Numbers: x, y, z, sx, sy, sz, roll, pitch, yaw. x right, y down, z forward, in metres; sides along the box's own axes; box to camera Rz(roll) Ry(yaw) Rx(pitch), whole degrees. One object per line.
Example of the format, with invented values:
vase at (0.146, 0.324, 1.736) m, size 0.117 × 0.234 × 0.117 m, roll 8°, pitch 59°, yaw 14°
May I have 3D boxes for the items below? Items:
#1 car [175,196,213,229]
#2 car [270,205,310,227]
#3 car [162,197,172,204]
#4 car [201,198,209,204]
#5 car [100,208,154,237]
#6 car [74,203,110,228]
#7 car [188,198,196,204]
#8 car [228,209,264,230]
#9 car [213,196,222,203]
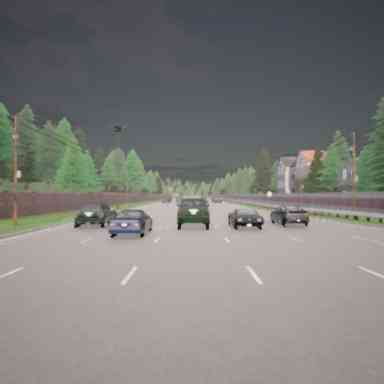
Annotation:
car at (0.100, 1.445, 23.812) m, size 2.150 × 2.045 × 5.566 m, roll 0°, pitch -1°, yaw 0°
car at (7.100, 1.722, 24.567) m, size 2.128 × 1.511 × 4.902 m, roll 0°, pitch -1°, yaw 0°
car at (-7.000, 2.356, 89.808) m, size 2.128 × 1.511 × 4.902 m, roll 0°, pitch -1°, yaw 0°
car at (3.500, 2.389, 90.225) m, size 1.994 × 1.385 × 4.181 m, roll 0°, pitch -1°, yaw 0°
car at (-3.400, 1.728, 19.182) m, size 2.033 × 1.411 × 5.357 m, roll 0°, pitch -1°, yaw 0°
car at (-6.900, 1.580, 24.316) m, size 2.097 × 1.767 × 4.553 m, roll 0°, pitch -1°, yaw 0°
car at (0.000, 2.371, 89.808) m, size 2.033 × 1.411 × 5.357 m, roll 0°, pitch -1°, yaw 0°
car at (3.600, 1.818, 23.112) m, size 1.895 × 1.301 × 4.718 m, roll 0°, pitch -1°, yaw 0°
car at (7.000, 2.432, 90.254) m, size 1.895 × 1.301 × 4.718 m, roll 0°, pitch -1°, yaw 0°
